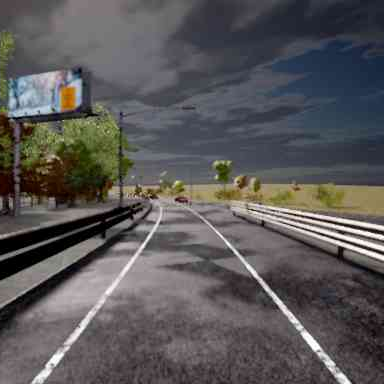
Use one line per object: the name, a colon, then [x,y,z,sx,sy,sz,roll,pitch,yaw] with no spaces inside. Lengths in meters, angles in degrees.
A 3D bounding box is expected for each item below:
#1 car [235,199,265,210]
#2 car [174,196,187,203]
car: [6.621,1.509,38.673,1.895,1.301,4.718,0,0,-16]
car: [-2.412,1.517,70.416,1.994,1.385,4.181,0,0,-16]
